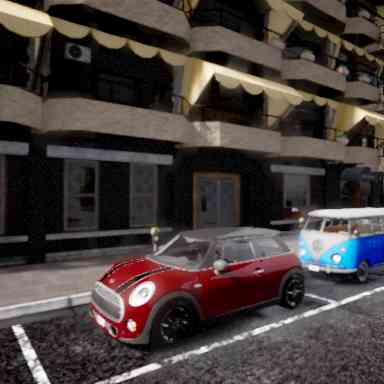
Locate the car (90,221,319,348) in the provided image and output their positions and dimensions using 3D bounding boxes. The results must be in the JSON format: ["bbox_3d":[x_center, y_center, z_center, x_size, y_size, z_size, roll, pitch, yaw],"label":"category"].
[{"bbox_3d":[0.235,1.451,6.258,4.097,1.590,1.967,0,0,-35],"label":"car"}]

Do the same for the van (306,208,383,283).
[{"bbox_3d":[4.744,1.369,9.471,3.998,1.788,1.690,0,0,-35],"label":"van"}]
